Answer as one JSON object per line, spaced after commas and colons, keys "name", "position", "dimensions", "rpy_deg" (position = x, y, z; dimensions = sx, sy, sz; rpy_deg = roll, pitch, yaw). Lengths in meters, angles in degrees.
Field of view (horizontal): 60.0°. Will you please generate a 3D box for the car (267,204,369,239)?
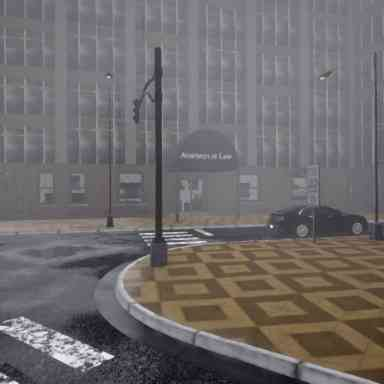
{"name": "car", "position": [6.022, 1.321, 15.944], "dimensions": [4.892, 1.490, 1.837], "rpy_deg": [0, 0, -14]}
